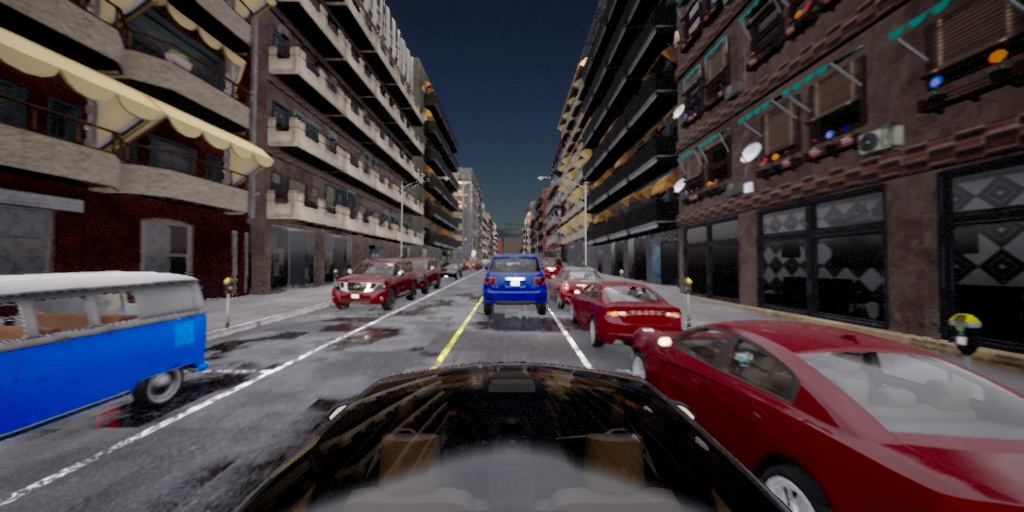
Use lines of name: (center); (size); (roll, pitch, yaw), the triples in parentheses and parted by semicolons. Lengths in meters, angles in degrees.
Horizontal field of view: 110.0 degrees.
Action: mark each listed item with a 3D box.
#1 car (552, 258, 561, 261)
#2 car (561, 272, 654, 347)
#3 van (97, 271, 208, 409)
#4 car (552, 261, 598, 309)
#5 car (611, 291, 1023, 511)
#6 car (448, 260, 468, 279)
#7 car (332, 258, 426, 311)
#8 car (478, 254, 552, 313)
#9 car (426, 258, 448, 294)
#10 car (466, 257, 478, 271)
car: (2.536, 1.018, 25.634); (2.192, 1.841, 5.009); (0, 0, 0)
car: (2.568, 1.279, 9.041); (1.888, 1.381, 4.507); (0, 0, 0)
van: (-5.315, 1.086, 3.574); (1.690, 1.789, 3.998); (0, 0, 0)
car: (2.576, 1.162, 14.573); (1.967, 1.591, 4.097); (0, 0, 0)
car: (2.568, 1.291, 3.511); (1.888, 1.381, 4.507); (0, 0, 0)
car: (-5.312, 1.262, 31.226); (1.948, 1.339, 4.313); (0, 0, 0)
car: (-5.314, 1.036, 14.634); (2.192, 1.841, 5.009); (0, 0, 0)
car: (0.101, 0.946, 13.882); (2.150, 2.045, 5.566); (0, 0, 0)
car: (-5.313, 1.026, 20.164); (2.192, 1.841, 5.009); (0, 0, 0)
car: (-5.310, 1.002, 47.815); (2.192, 1.841, 5.009); (0, 0, 0)
